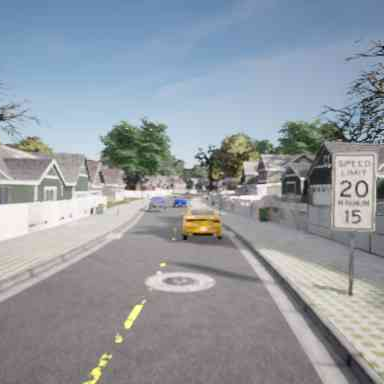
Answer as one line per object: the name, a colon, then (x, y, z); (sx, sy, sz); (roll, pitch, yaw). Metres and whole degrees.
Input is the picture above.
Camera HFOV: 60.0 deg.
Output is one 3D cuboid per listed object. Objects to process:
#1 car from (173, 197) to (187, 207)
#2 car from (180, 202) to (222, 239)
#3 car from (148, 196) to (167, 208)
car: (-1.801, 1.410, 49.131); (1.882, 1.535, 5.008); (1, 1, -3)
car: (0.461, 1.526, 17.684); (1.882, 1.535, 5.008); (1, 0, -1)
car: (-3.861, 1.168, 37.537); (1.882, 1.535, 5.008); (1, 0, -5)
